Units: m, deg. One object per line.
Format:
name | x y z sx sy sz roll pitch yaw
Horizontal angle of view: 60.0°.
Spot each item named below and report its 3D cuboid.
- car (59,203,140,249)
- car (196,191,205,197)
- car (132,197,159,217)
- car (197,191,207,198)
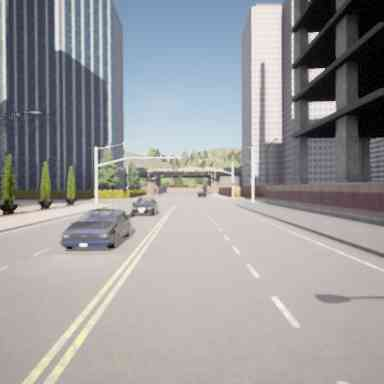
car | -3.769 1.417 14.121 2.033 1.411 5.357 0 1 -1
car | 2.340 0.475 89.463 2.128 1.511 4.902 0 1 -1
car | -3.907 1.211 28.181 2.128 1.511 4.902 0 0 0
car | 2.472 0.625 79.420 1.837 1.490 4.892 0 1 -1
